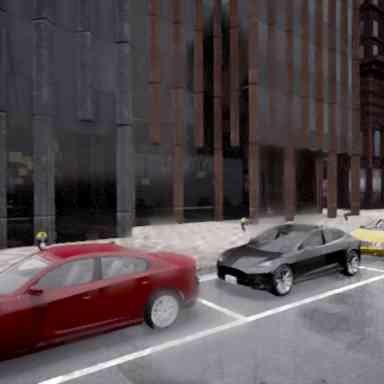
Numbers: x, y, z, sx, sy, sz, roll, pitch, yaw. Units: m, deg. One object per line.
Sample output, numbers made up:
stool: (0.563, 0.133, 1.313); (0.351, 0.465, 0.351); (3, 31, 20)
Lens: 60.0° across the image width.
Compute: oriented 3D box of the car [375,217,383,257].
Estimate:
car: (7.076, 1.447, 11.692); (4.829, 1.417, 1.752); (0, 0, -35)

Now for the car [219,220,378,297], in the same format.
car: (2.625, 1.521, 8.519); (4.313, 1.339, 1.947); (0, 0, -35)

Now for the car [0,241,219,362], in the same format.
car: (-1.965, 1.536, 5.247); (4.507, 1.381, 1.887); (0, 0, -35)
